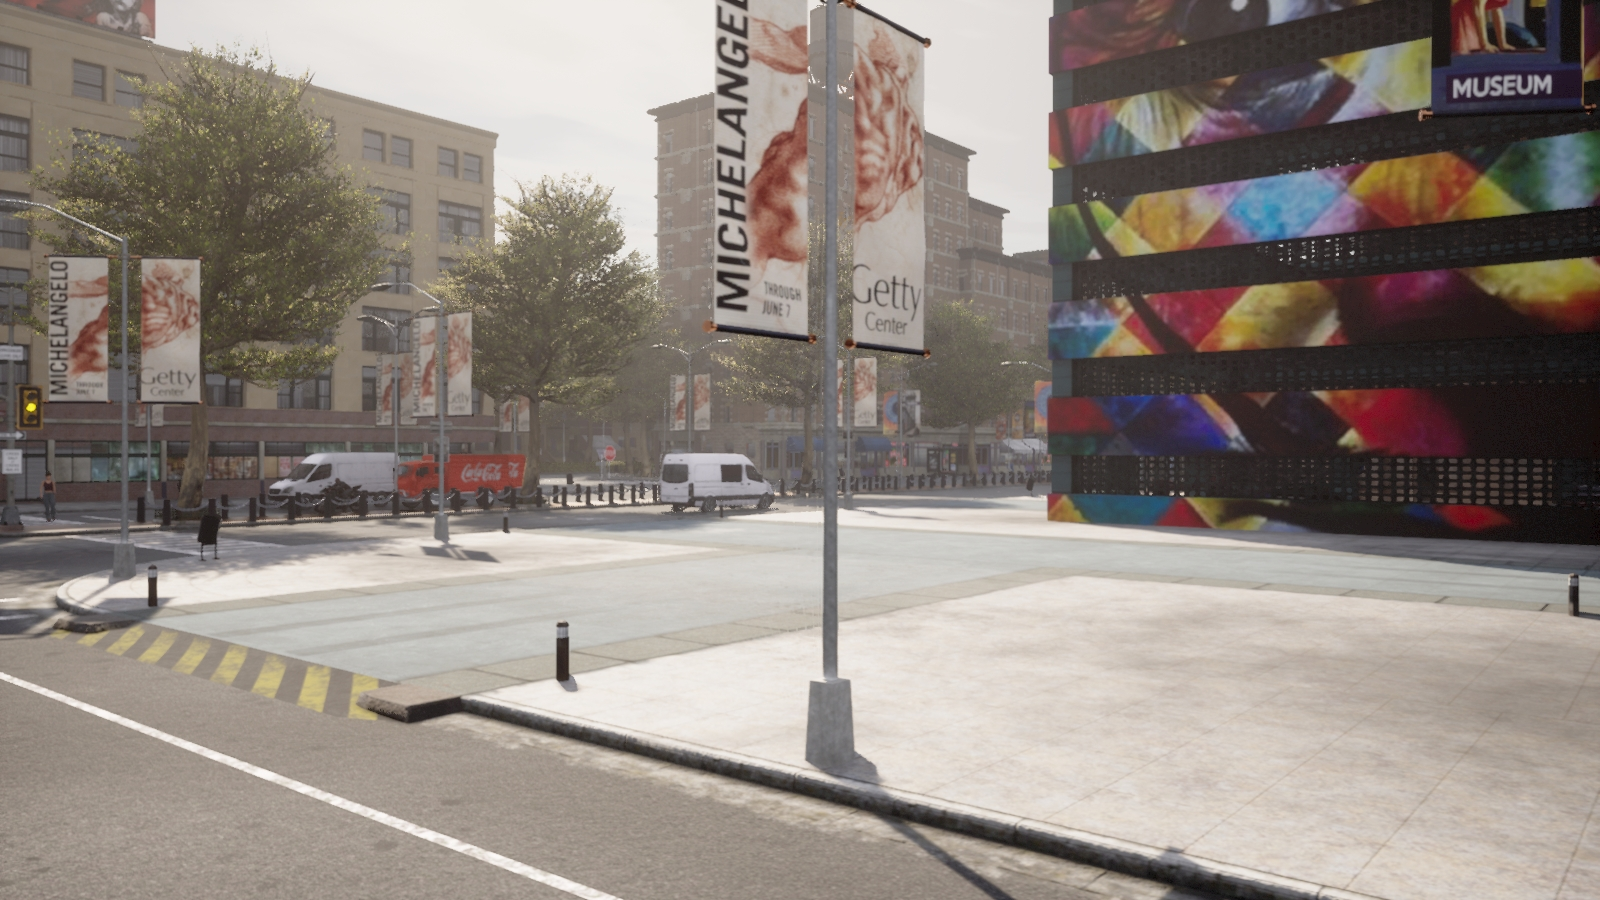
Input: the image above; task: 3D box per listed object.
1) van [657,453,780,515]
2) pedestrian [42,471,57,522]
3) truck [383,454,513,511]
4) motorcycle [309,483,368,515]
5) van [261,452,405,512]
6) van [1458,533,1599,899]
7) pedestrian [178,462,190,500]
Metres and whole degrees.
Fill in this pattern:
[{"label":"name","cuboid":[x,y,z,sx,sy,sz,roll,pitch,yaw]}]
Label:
[{"label":"van","cuboid":[-3.533,1.443,50.910,1.988,2.561,5.915,0,0,39]},{"label":"pedestrian","cuboid":[-27.813,1.717,42.335,0.375,1.860,0.375,0,0,45]},{"label":"truck","cuboid":[-16.345,1.443,53.299,2.627,2.467,5.204,0,0,39]},{"label":"motorcycle","cuboid":[-19.787,2.081,49.016,0.867,1.251,2.209,0,0,39]},{"label":"van","cuboid":[-21.381,1.402,52.609,1.988,2.561,5.915,0,0,39]},{"label":"van","cuboid":[4.009,1.538,0.908,5.915,2.561,1.988,0,0,34]},{"label":"pedestrian","cuboid":[-30.623,1.537,56.787,0.375,1.860,0.375,0,0,39]}]
